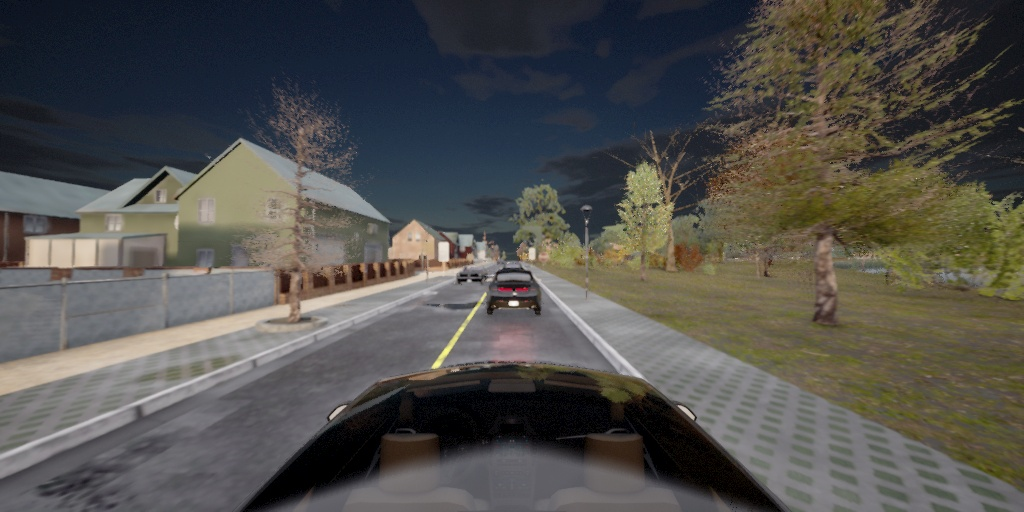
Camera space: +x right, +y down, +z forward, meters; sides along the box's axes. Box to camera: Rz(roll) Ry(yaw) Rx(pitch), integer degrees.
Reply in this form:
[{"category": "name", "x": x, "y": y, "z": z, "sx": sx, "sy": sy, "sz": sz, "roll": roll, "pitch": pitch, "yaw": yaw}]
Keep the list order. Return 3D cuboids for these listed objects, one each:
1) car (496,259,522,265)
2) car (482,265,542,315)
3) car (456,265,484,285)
[{"category": "car", "x": 0.072, "y": 1.230, "z": 27.018, "sx": 2.128, "sy": 1.511, "sz": 4.902, "roll": 0, "pitch": 0, "yaw": 1}, {"category": "car", "x": 0.073, "y": 1.242, "z": 13.527, "sx": 1.837, "sy": 1.490, "sz": 4.892, "roll": 0, "pitch": 0, "yaw": 0}, {"category": "car", "x": -2.799, "y": 1.339, "z": 25.786, "sx": 1.895, "sy": 1.301, "sz": 4.718, "roll": 0, "pitch": 0, "yaw": 0}]
